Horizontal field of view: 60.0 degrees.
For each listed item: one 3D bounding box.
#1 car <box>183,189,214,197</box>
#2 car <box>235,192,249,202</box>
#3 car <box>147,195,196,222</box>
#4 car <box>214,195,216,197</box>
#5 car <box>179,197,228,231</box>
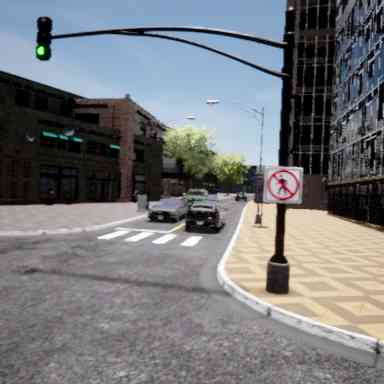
[{"bbox_3d":[0.434,0.759,32.795,2.150,2.045,5.566,3,1,11],"label":"car"},{"bbox_3d":[9.192,0.818,61.034,2.097,1.767,4.553,3,1,14],"label":"car"},{"bbox_3d":[-1.413,1.166,22.787,2.033,1.411,5.357,3,1,10],"label":"car"},{"bbox_3d":[2.341,1.027,42.674,1.994,1.385,4.181,3,1,11],"label":"car"},{"bbox_3d":[0.874,1.288,19.065,1.837,1.490,4.892,3,1,11],"label":"car"}]
